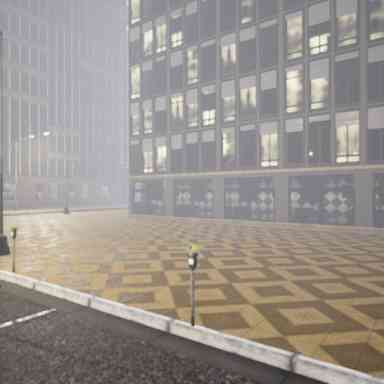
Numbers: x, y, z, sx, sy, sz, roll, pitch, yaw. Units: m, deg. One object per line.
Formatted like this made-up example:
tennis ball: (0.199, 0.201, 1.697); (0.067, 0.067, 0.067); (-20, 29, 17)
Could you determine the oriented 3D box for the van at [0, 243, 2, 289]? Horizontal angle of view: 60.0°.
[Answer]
van: (-5.673, 1.333, 7.039); (3.998, 1.788, 1.690); (0, 0, 36)
